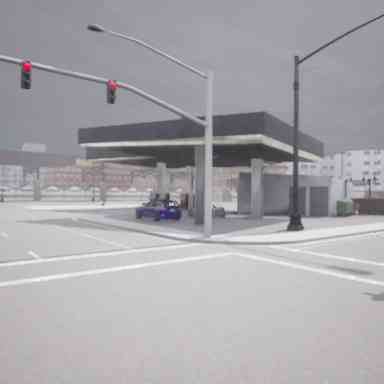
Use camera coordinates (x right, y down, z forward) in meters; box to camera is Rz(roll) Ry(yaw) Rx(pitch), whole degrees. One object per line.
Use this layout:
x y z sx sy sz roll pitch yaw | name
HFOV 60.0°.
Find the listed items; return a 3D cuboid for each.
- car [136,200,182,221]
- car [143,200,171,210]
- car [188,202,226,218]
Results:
-2.779 1.461 27.272 2.242 1.667 4.611 1 0 -37 | car
-5.263 1.906 50.256 1.895 1.301 4.718 0 0 27 | car
1.358 1.682 31.327 1.970 1.475 3.806 1 0 -37 | car
